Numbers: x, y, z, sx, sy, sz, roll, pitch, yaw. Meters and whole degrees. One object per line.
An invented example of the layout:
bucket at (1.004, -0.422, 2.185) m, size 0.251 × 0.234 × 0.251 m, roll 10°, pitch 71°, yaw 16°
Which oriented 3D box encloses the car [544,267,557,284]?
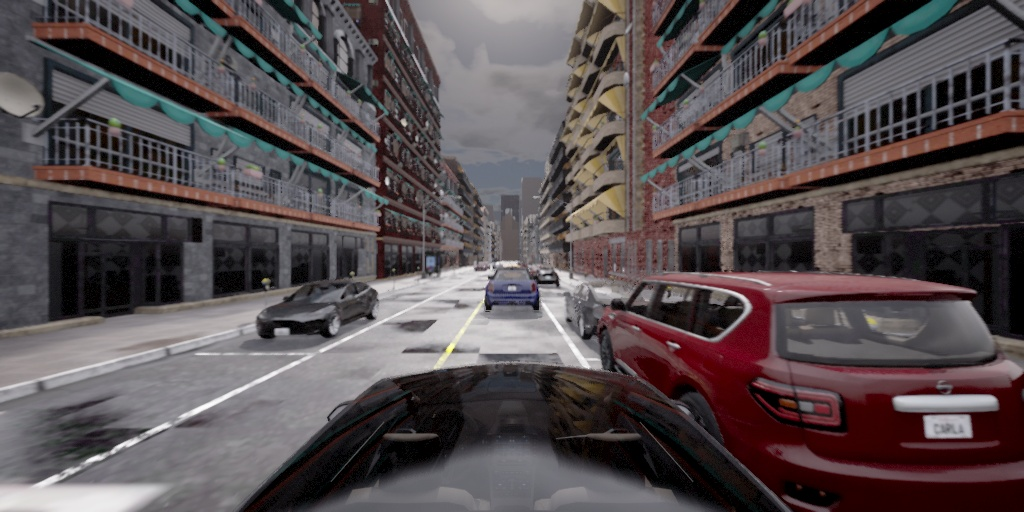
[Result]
car at (2.535, 1.564, 27.108) m, size 1.948 × 1.339 × 4.313 m, roll 0°, pitch 0°, yaw 0°

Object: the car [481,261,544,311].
car at (0.026, 1.233, 15.266) m, size 2.097 × 1.767 × 4.553 m, roll 0°, pitch -1°, yaw 1°

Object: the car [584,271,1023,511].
car at (2.533, 1.091, 4.452) m, size 2.192 × 1.841 × 5.009 m, roll 0°, pitch 0°, yaw 0°

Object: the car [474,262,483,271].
car at (-5.309, 1.783, 61.327) m, size 1.967 × 1.591 × 4.097 m, roll 0°, pitch 0°, yaw 0°

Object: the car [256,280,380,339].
car at (-5.314, 1.400, 10.469) m, size 1.948 × 1.339 × 4.313 m, roll 0°, pitch 0°, yaw 0°

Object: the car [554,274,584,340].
car at (2.533, 1.382, 10.115) m, size 2.007 × 1.370 × 4.403 m, roll 0°, pitch 0°, yaw 0°
